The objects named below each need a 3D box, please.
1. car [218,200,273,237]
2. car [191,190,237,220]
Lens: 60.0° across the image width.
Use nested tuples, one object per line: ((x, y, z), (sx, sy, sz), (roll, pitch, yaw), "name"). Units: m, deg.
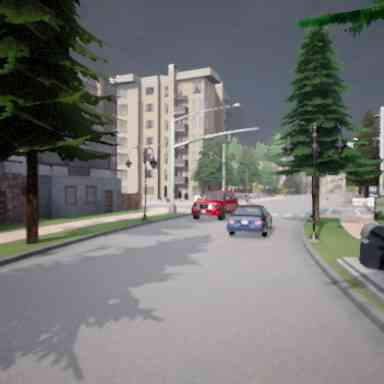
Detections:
((3.030, 1.347, 17.007), (2.033, 1.411, 5.357), (0, 1, 17), "car")
((1.832, 0.911, 24.734), (2.150, 2.045, 5.566), (0, 1, 23), "car")
